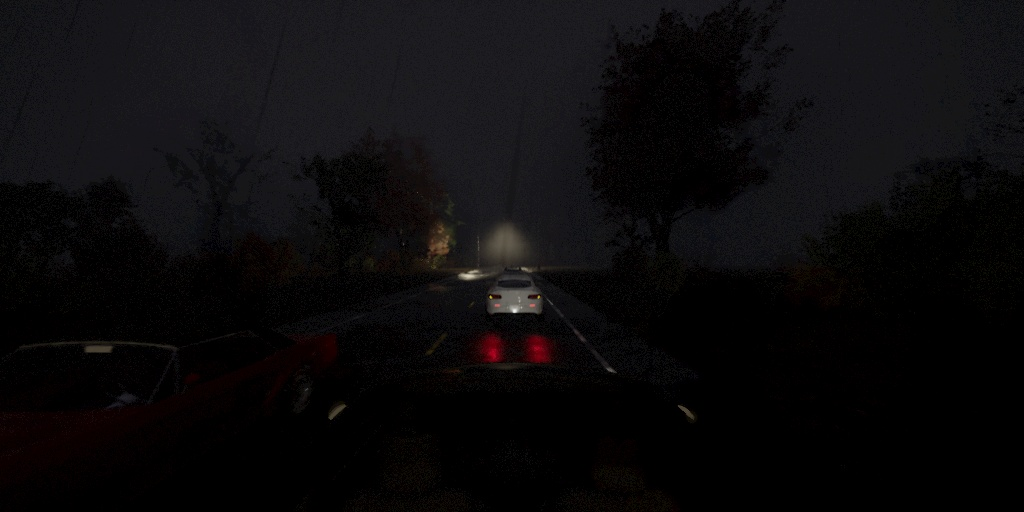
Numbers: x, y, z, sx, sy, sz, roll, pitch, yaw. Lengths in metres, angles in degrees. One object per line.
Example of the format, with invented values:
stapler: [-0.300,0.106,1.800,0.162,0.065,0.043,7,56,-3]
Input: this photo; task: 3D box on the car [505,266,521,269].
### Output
car: [0.093,1.645,34.883,1.895,1.301,4.718,0,-1,0]

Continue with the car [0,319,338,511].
car: [-3.589,1.362,3.239,1.895,1.301,4.718,0,0,0]

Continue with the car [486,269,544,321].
car: [0.087,1.363,12.789,1.812,1.442,4.674,0,0,0]
